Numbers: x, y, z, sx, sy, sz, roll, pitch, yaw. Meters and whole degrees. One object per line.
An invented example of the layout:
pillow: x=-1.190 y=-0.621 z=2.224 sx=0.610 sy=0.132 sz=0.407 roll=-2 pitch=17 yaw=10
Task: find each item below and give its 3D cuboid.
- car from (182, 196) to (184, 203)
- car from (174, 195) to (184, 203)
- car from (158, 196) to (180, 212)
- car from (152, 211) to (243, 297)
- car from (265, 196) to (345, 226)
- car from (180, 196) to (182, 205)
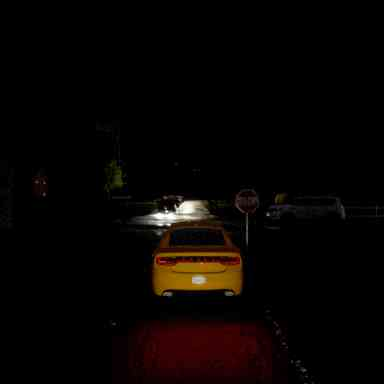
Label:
car: x=-2.718 y=1.522 z=57.774 sx=1.812 sy=1.442 sz=4.674 roll=0 pitch=0 yaw=0
car: x=-2.658 y=1.471 z=68.581 sx=1.882 sy=1.535 sz=5.008 roll=0 pitch=0 yaw=0
car: x=-2.809 y=1.491 z=38.142 sx=2.128 sy=1.511 sz=4.902 roll=0 pitch=0 yaw=1
car: x=0.078 y=1.479 z=8.625 sx=1.882 sy=1.535 sz=5.008 roll=0 pitch=0 yaw=-1
car: x=8.226 y=1.328 z=24.226 sx=5.566 sy=2.045 sz=2.150 roll=1 pitch=-1 yaw=-6
car: x=-2.760 y=1.524 z=48.034 sx=1.812 sy=1.442 sz=4.674 roll=0 pitch=0 yaw=0
